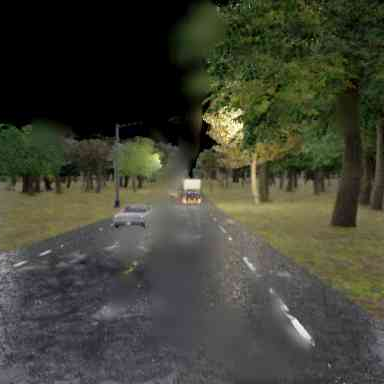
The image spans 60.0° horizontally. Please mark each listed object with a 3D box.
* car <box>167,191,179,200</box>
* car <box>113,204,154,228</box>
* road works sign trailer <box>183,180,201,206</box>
[{"bbox_3d":[-3.516,0.605,62.602,1.882,1.535,5.008,0,2,1],"label":"car"},{"bbox_3d":[-3.596,1.483,21.117,1.895,1.301,4.718,0,0,0],"label":"car"},{"bbox_3d":[0.008,0.005,45.574,2.380,3.560,2.880,0,1,0],"label":"road works sign trailer"}]
